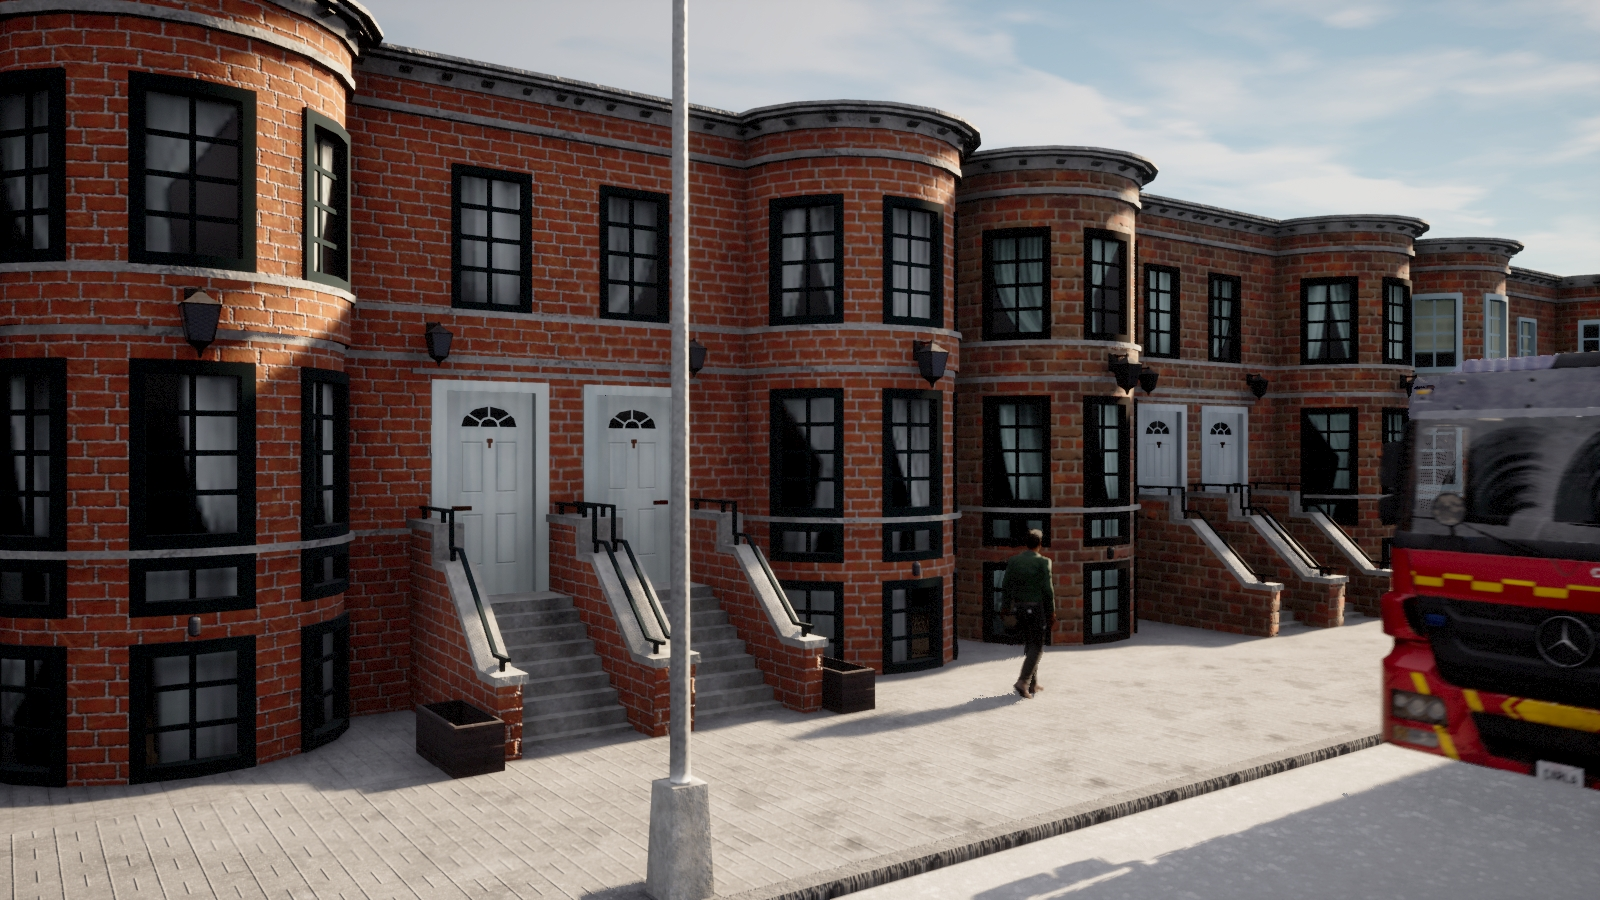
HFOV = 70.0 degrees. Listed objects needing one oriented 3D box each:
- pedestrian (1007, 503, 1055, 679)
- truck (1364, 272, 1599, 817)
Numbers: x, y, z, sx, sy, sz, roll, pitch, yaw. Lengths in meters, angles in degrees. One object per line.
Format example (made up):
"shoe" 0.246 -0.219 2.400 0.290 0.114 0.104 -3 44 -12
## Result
"pedestrian" 2.518 1.521 12.470 0.375 1.860 0.375 0 0 42
"truck" 8.951 0.665 10.669 8.468 3.827 2.891 0 0 -35
